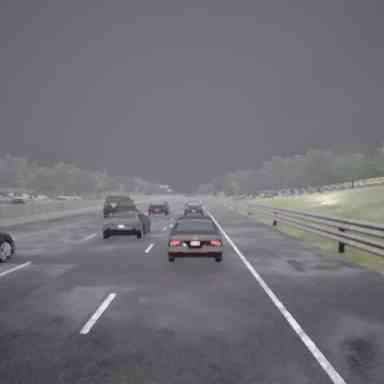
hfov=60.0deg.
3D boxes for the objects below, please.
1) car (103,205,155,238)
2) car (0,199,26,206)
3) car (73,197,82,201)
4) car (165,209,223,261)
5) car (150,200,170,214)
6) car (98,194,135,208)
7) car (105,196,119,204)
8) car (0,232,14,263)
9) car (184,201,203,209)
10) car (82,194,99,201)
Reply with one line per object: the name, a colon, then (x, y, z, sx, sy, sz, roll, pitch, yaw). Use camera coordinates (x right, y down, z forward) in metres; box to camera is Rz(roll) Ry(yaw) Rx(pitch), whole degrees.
car: (-3.373, 1.621, 17.873, 1.994, 1.385, 4.181, 0, 0, 0)
car: (-17.522, 1.453, 31.432, 2.097, 1.767, 4.553, 0, 0, 0)
car: (-24.286, 1.756, 72.458, 1.812, 1.442, 4.674, 0, 0, 0)
car: (0.109, 1.587, 12.398, 2.033, 1.411, 5.357, 0, 0, 0)
car: (-3.318, 1.588, 34.319, 1.882, 1.535, 5.008, 0, 0, 0)
car: (-6.827, 1.323, 31.694, 2.150, 2.045, 5.566, 0, 0, 0)
car: (-17.286, 1.732, 72.434, 1.837, 1.490, 4.892, 0, 0, 0)
car: (-6.907, 1.536, 9.251, 1.837, 1.490, 4.892, 0, 0, 0)
car: (0.181, 1.634, 33.692, 1.812, 1.442, 4.674, 0, 0, 0)
car: (-20.793, 1.443, 70.540, 2.150, 2.045, 5.566, 0, 0, 0)
